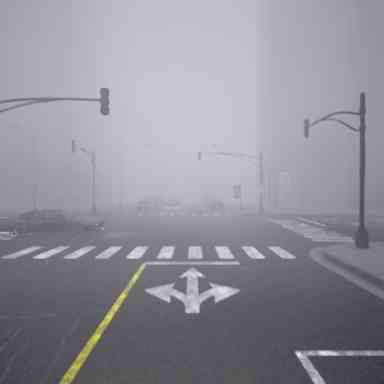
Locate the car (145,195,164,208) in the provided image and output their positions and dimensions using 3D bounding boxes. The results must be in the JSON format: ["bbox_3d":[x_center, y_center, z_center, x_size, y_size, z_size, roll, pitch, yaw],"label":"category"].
[{"bbox_3d":[-5.601,1.372,45.674,2.192,1.841,5.009,-1,0,0],"label":"car"}]

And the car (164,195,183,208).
[{"bbox_3d":[-2.879,1.630,50.745,1.994,1.385,4.181,0,0,1],"label":"car"}]

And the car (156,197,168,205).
[{"bbox_3d":[-5.537,1.615,62.515,1.752,1.417,4.829,-1,0,0],"label":"car"}]

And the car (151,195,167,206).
[{"bbox_3d":[-5.560,1.393,57.015,2.192,1.841,5.009,-1,0,0],"label":"car"}]

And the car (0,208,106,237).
[{"bbox_3d":[-7.421,1.586,17.738,5.357,1.411,2.033,0,0,0],"label":"car"}]

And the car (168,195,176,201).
[{"bbox_3d":[-5.434,1.608,91.039,1.967,1.590,4.097,-1,0,0],"label":"car"}]

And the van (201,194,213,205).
[{"bbox_3d":[2.965,1.420,56.987,1.690,1.788,3.998,-1,0,0],"label":"van"}]

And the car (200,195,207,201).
[{"bbox_3d":[3.090,1.609,91.014,1.967,1.590,4.097,-1,0,0],"label":"car"}]

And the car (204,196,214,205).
[{"bbox_3d":[2.927,1.639,45.644,1.802,1.307,4.206,-1,0,0],"label":"car"}]

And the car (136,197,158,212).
[{"bbox_3d":[-5.619,1.613,40.002,1.947,1.339,4.313,-1,0,0],"label":"car"}]

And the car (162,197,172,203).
[{"bbox_3d":[-5.494,1.699,74.027,1.802,1.307,4.206,-1,0,0],"label":"car"}]

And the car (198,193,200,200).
[{"bbox_3d":[3.026,1.433,74.001,2.192,1.841,5.009,-1,0,0],"label":"car"}]

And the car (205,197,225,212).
[{"bbox_3d":[2.906,1.613,39.972,1.947,1.339,4.313,-1,0,0],"label":"car"}]

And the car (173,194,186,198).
[{"bbox_3d":[-2.753,1.643,66.709,2.033,1.411,5.357,0,0,0],"label":"car"}]

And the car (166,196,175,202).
[{"bbox_3d":[-5.453,1.695,85.368,1.887,1.381,4.507,-1,0,0],"label":"car"}]
